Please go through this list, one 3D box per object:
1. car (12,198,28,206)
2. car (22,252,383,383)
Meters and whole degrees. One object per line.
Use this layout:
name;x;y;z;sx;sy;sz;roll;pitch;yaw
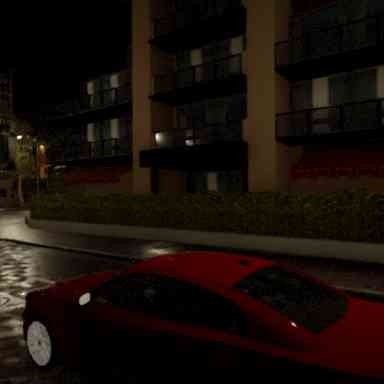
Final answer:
car;-39.515;2.191;74.026;4.892;1.521;2.231;-1;0;35
car;-0.114;1.499;4.070;5.008;1.535;1.882;-1;0;35
